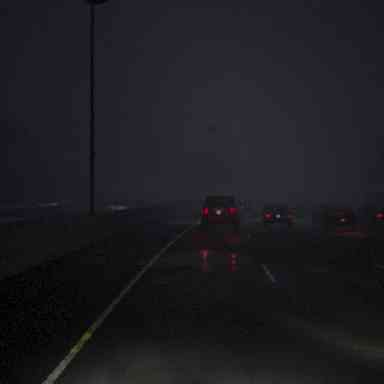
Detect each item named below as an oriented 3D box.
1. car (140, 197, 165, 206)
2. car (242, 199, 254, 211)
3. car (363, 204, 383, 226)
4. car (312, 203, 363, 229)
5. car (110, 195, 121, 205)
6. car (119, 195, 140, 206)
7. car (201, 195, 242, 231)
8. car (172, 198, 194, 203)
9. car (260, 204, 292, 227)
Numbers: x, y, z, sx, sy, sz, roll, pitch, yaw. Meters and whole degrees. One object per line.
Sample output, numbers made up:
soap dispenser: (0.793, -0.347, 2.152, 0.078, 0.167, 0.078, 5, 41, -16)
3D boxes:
car: (-5.519, 1.448, 49.570, 1.812, 1.442, 4.674, 0, 0, 19)
car: (6.481, 1.561, 40.699, 1.895, 1.301, 4.718, 0, 0, 17)
car: (12.936, 1.545, 23.385, 2.033, 1.411, 5.357, 0, 0, 11)
car: (9.129, 1.469, 21.677, 1.882, 1.535, 5.008, 0, 0, 9)
car: (-11.346, 1.256, 54.066, 2.097, 1.767, 4.553, 0, 0, 20)
car: (-8.769, 1.515, 50.946, 1.895, 1.301, 4.718, 0, 0, 19)
car: (1.876, 1.198, 20.857, 2.150, 2.045, 5.566, 0, 0, 9)
car: (-1.396, 1.531, 50.815, 1.895, 1.301, 4.718, 0, 0, 20)
car: (5.747, 1.530, 22.921, 2.033, 1.411, 5.357, 0, 0, 10)
